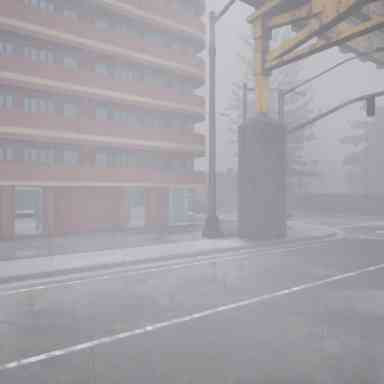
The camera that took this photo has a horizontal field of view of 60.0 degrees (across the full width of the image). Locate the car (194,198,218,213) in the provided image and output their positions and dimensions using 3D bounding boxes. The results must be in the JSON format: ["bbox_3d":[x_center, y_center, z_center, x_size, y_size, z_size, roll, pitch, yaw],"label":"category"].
[{"bbox_3d":[0.323,1.478,36.860,1.882,1.535,5.008,0,0,-36],"label":"car"}]

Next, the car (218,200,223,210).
[{"bbox_3d":[1.793,1.491,41.169,2.128,1.511,4.902,0,0,-35],"label":"car"}]

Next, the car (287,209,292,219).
[{"bbox_3d":[6.284,1.526,28.488,1.812,1.442,4.674,0,0,-36],"label":"car"}]
